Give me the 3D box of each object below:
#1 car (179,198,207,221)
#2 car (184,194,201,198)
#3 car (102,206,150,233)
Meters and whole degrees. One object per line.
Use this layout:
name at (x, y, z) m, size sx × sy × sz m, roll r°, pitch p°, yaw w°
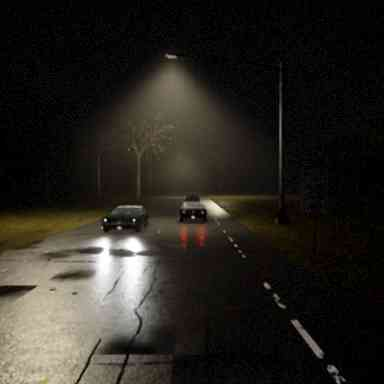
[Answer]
car at (0.087, 1.380, 24.587) m, size 1.895 × 1.301 × 4.718 m, roll 0°, pitch 1°, yaw 0°
car at (0.103, 0.980, 42.210) m, size 1.837 × 1.490 × 4.892 m, roll 0°, pitch 2°, yaw 0°
car at (-3.582, 1.453, 18.659) m, size 1.895 × 1.301 × 4.718 m, roll 0°, pitch 1°, yaw 0°
